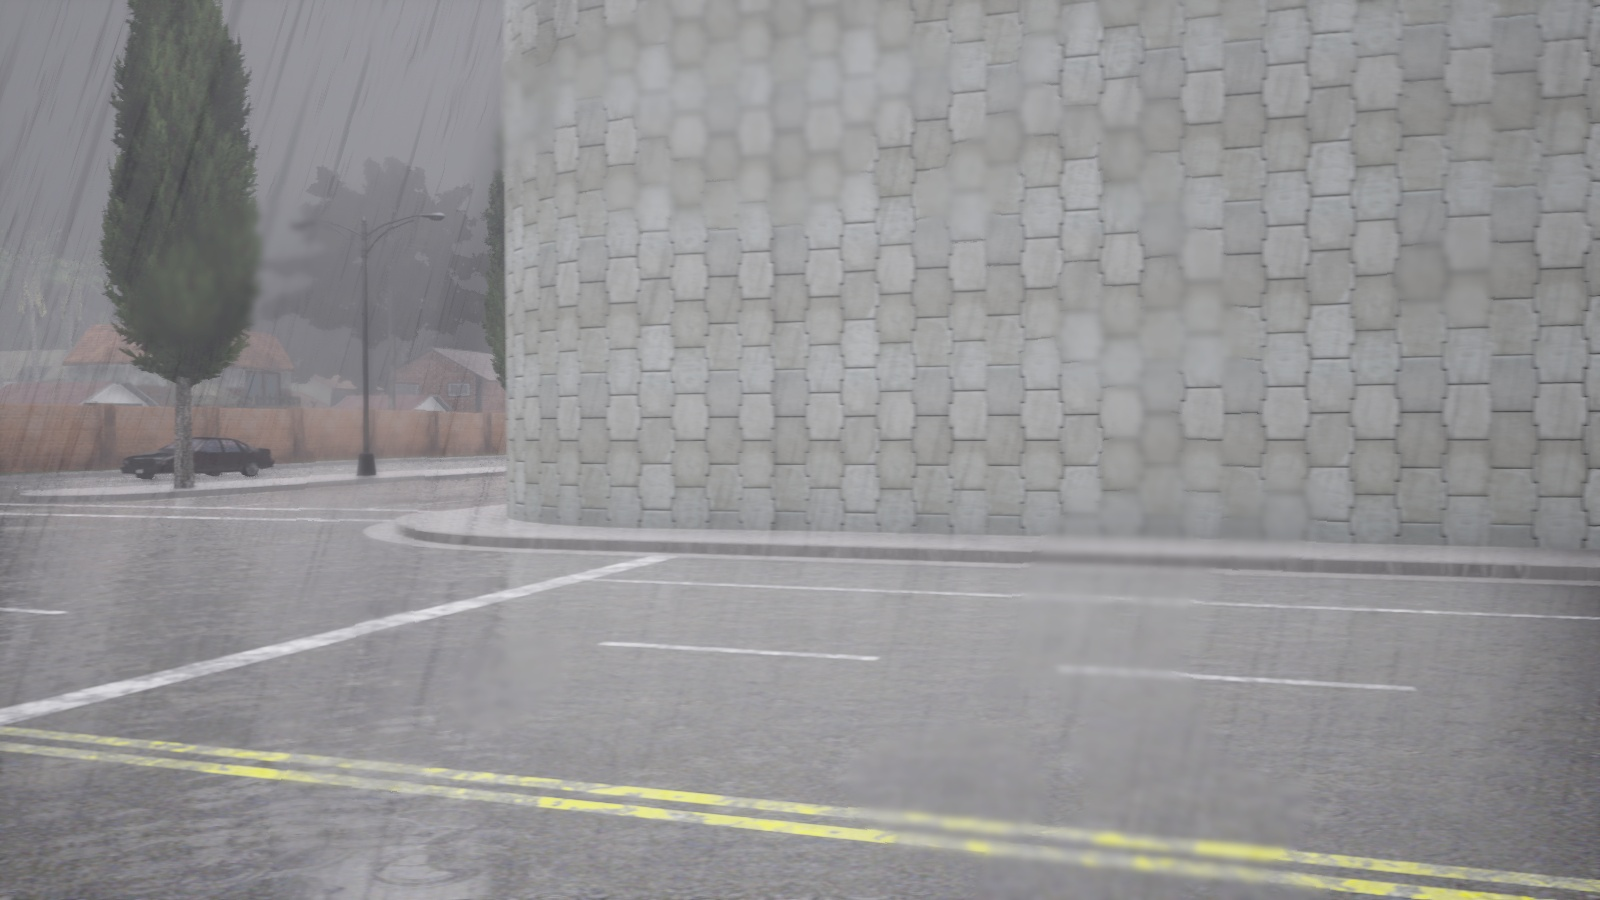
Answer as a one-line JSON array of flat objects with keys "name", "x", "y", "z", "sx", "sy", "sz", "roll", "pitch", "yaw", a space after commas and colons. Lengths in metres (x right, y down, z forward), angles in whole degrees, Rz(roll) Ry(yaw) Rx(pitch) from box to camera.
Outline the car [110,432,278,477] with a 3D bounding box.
[{"name": "car", "x": -20.528, "y": 0.110, "z": 42.872, "sx": 2.033, "sy": 1.411, "sz": 5.357, "roll": 1, "pitch": 1, "yaw": 18}]
